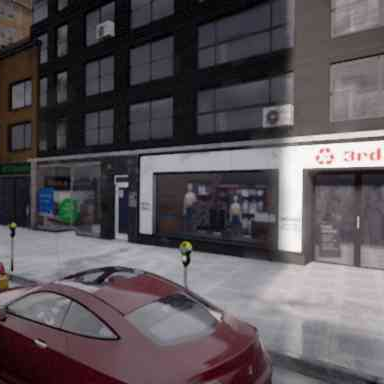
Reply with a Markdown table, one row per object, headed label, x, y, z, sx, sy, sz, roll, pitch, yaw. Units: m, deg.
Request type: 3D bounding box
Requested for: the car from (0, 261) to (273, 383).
| label | x | y | z | sx | sy | sz | roll | pitch | yaw |
| --- | --- | --- | --- | --- | --- | --- | --- | --- | --- |
| car | -1.173 | 1.571 | 3.920 | 4.206 | 1.307 | 1.802 | 0 | 1 | 36 |
